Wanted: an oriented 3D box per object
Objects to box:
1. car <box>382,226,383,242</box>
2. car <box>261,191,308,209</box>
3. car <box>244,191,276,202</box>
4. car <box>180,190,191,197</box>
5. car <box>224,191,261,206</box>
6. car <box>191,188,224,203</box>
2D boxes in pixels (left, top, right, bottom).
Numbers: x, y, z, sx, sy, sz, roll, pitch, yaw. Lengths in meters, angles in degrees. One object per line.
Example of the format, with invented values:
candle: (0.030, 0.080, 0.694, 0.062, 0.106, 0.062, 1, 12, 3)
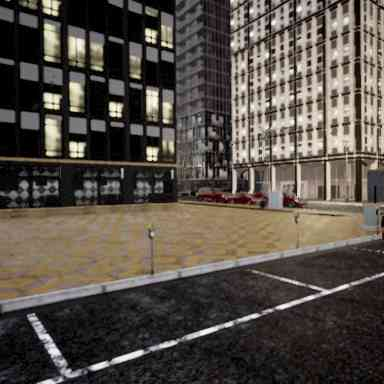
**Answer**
car: (9.304, 1.256, 13.200, 4.097, 1.590, 1.967, -1, 0, -36)
car: (9.108, 0.754, 32.029, 1.967, 1.590, 4.097, 0, 1, -36)
car: (9.381, 0.566, 46.021, 1.802, 1.307, 4.206, 0, 1, -36)
car: (-0.369, 0.228, 59.615, 1.947, 1.339, 4.313, 0, 1, -36)
car: (5.856, 0.789, 36.559, 1.802, 1.307, 4.206, 0, 1, -36)
car: (2.612, 0.414, 41.086, 2.192, 1.841, 5.009, 0, 1, -36)
